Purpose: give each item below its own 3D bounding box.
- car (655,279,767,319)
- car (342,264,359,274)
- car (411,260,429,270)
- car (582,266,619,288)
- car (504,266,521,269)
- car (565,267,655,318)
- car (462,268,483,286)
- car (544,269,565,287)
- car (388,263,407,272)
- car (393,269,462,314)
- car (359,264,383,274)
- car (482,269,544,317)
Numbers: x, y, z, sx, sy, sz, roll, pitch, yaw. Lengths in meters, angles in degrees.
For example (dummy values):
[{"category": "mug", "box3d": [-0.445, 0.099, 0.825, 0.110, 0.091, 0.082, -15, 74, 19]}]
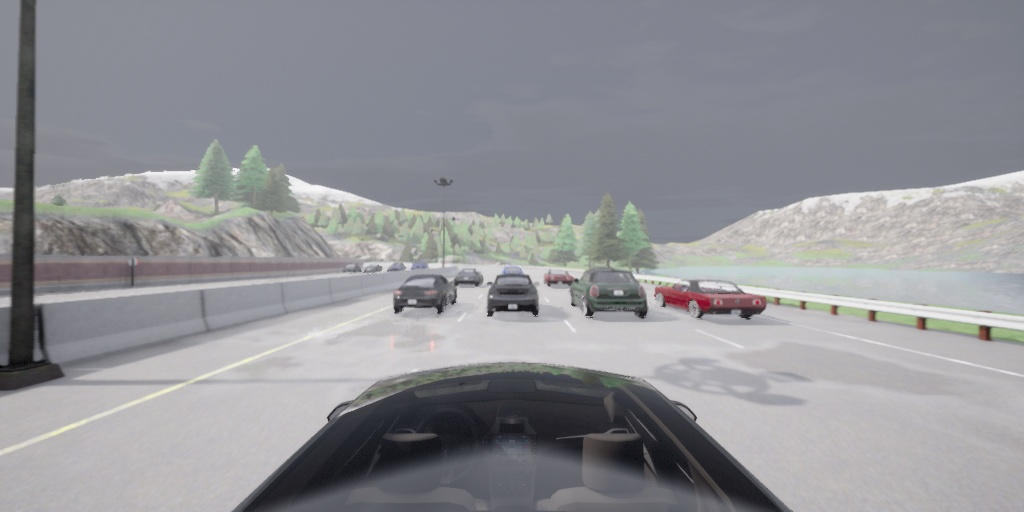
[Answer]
[{"category": "car", "box3d": [7.043, 1.507, 13.455, 1.895, 1.301, 4.718, 0, -1, 1]}, {"category": "car", "box3d": [-25.113, 2.007, 56.391, 1.812, 1.442, 4.674, 0, -1, -4]}, {"category": "car", "box3d": [-14.628, 1.715, 57.376, 2.150, 2.045, 5.566, 0, -1, -4]}, {"category": "car", "box3d": [7.055, 1.621, 29.109, 1.837, 1.490, 4.892, 0, 0, 1]}, {"category": "car", "box3d": [0.065, 1.609, 30.258, 1.882, 1.535, 5.008, 0, 0, 1]}, {"category": "car", "box3d": [3.548, 1.265, 13.986, 2.097, 1.767, 4.553, 0, -1, 1]}, {"category": "car", "box3d": [-3.445, 1.681, 29.126, 1.994, 1.385, 4.181, 0, -1, 1]}, {"category": "car", "box3d": [3.549, 1.708, 28.455, 1.895, 1.301, 4.718, 0, -1, 1]}, {"category": "car", "box3d": [-18.153, 1.839, 56.846, 2.097, 1.767, 4.553, 0, -1, -4]}, {"category": "car", "box3d": [-3.445, 1.450, 14.761, 1.812, 1.442, 4.674, 0, -1, 1]}, {"category": "car", "box3d": [-21.589, 1.968, 56.036, 2.128, 1.511, 4.902, 0, -1, -4]}, {"category": "car", "box3d": [0.049, 1.421, 14.097, 1.837, 1.490, 4.892, 0, 0, 1]}]
